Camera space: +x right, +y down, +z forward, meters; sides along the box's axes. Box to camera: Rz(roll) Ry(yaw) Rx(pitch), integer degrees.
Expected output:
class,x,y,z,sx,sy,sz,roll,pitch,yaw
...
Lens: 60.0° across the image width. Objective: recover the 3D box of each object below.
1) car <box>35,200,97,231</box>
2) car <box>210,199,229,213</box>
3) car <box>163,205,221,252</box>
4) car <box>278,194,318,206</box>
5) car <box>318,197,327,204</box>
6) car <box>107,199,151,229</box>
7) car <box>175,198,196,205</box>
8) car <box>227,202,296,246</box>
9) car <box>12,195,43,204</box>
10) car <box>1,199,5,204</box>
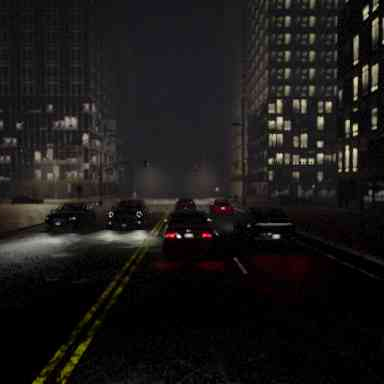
class,x,y,z,sx,sy,sz,roll,pitch,yaw
car,-7.013,1.380,19.730,2.128,1.511,4.902,0,0,-1
car,2.675,1.371,31.100,1.994,1.385,4.181,0,0,-1
car,-0.168,1.468,13.461,2.033,1.411,5.357,0,0,-1
car,15.120,1.219,48.681,5.009,1.841,2.192,0,1,0
car,20.535,1.289,57.096,4.829,1.417,1.752,0,1,0
car,-3.779,1.232,20.485,2.097,1.767,4.553,0,0,-1
car,-0.594,1.283,31.836,1.882,1.535,5.008,0,0,-1
car,3.047,1.402,14.656,2.128,1.511,4.902,0,0,-1
car,-23.809,1.156,48.307,4.313,1.339,1.947,0,1,0
car,-29.495,1.125,48.308,4.206,1.307,1.802,0,1,0
